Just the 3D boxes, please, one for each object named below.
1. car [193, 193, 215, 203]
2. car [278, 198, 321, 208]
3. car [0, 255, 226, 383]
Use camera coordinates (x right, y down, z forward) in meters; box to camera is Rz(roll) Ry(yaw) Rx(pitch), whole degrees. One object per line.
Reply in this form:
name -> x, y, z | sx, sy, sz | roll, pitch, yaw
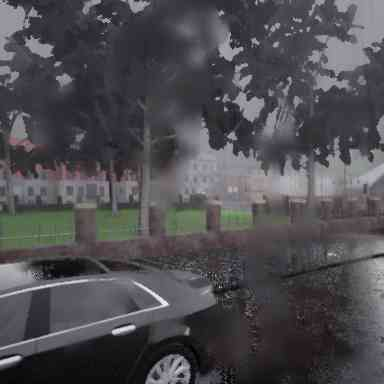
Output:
car -> 1.857, 1.225, 51.345 | 2.150, 2.045, 5.566 | 0, 0, -35
car -> 11.888, 1.465, 36.852 | 1.882, 1.535, 5.008 | 0, 1, -35
car -> -1.885, 1.505, 3.263 | 4.892, 1.490, 1.837 | 0, 0, -35
